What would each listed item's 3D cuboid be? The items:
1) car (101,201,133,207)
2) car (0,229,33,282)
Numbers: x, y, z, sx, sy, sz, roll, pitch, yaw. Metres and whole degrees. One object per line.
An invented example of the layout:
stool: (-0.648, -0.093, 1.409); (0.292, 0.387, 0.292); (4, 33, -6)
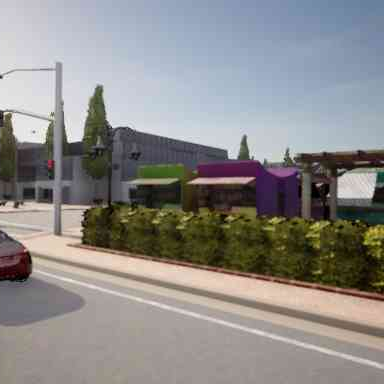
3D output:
car: (-4.713, 1.353, 24.955); (2.033, 1.411, 5.357); (1, 0, 41)
car: (-5.791, 1.462, 8.423); (4.181, 1.385, 1.994); (1, 0, 40)
